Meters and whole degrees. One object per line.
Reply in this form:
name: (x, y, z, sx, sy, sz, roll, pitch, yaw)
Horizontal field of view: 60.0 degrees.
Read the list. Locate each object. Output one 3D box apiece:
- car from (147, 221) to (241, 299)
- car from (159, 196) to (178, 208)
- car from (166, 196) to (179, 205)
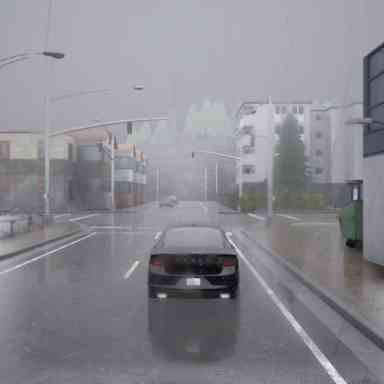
car: (0.052, 1.477, 8.505, 1.882, 1.535, 5.008, 0, 0, 1)
car: (-3.567, 1.545, 47.423, 2.033, 1.411, 5.357, 0, 0, 0)
car: (-3.530, 1.475, 60.544, 1.882, 1.535, 5.008, 0, 0, 1)
